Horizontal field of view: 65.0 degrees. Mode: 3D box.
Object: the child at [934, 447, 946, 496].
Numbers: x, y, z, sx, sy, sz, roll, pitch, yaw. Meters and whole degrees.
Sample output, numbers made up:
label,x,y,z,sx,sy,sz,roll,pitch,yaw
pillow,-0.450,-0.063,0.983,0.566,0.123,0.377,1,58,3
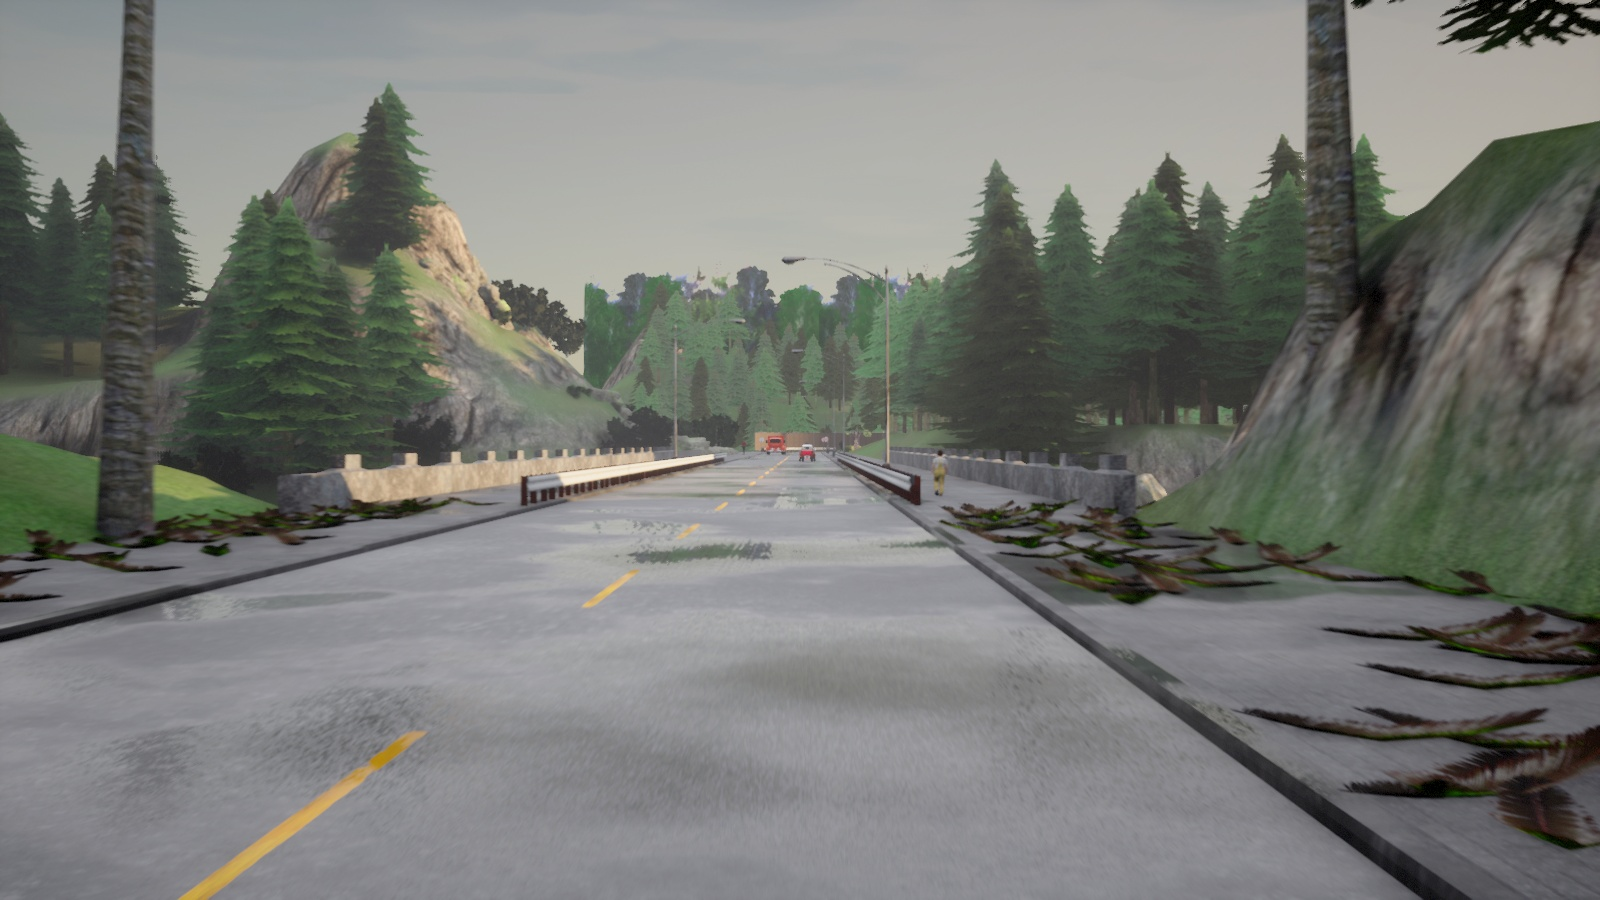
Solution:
label,x,y,z,sx,sy,sz,roll,pitch,yaw
child,3.628,0.558,32.515,0.270,1.263,0.437,0,0,2
